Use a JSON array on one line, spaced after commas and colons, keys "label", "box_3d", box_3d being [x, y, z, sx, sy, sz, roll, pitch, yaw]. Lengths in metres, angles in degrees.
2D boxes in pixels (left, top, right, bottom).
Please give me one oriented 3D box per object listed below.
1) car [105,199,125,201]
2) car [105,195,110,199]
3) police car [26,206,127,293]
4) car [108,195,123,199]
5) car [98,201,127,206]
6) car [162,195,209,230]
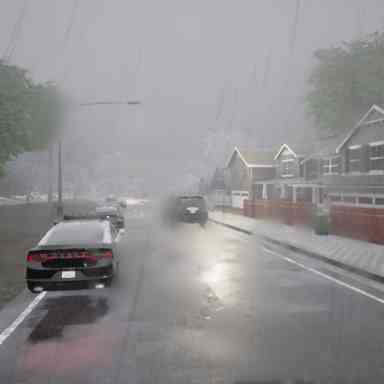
[{"label": "car", "box_3d": [-6.042, 1.475, 24.688, 1.812, 1.442, 4.674, 0, 0, -13]}, {"label": "car", "box_3d": [-14.718, 1.282, 60.314, 1.882, 1.535, 5.008, 0, 0, -19]}, {"label": "police car", "box_3d": [-2.886, 1.416, 9.084, 1.930, 1.638, 5.238, 0, 0, -10]}, {"label": "car", "box_3d": [-9.686, 1.480, 43.600, 1.895, 1.301, 4.718, 0, 0, -16]}, {"label": "car", "box_3d": [-4.772, 1.473, 18.811, 1.837, 1.490, 4.892, 0, 0, -12]}, {"label": "car", "box_3d": [-0.544, 1.181, 21.101, 2.150, 2.045, 5.566, 0, 0, -12]}]
